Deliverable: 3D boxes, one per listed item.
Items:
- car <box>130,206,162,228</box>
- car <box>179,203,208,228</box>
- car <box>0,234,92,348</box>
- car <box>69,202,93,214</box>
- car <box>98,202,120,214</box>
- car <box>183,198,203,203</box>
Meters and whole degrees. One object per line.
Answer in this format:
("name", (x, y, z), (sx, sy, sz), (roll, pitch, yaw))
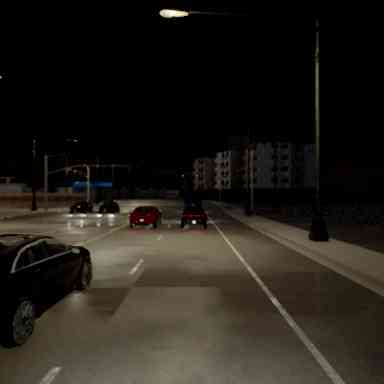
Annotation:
("car", (-3.377, 1.783, 24.858), (1.882, 1.535, 5.008), (0, -1, 0))
("car", (0.127, 1.812, 24.970), (1.837, 1.490, 4.892), (0, -1, 0))
("car", (-3.394, 1.558, 6.366), (2.128, 1.511, 4.902), (0, -1, 0))
("car", (-13.964, 2.001, 42.240), (1.837, 1.490, 4.892), (0, -1, 0))
("car", (-10.462, 2.002, 42.296), (1.837, 1.490, 4.892), (0, -1, 0))
("car", (0.138, 1.690, 40.163), (2.150, 2.045, 5.566), (0, -1, 0))
